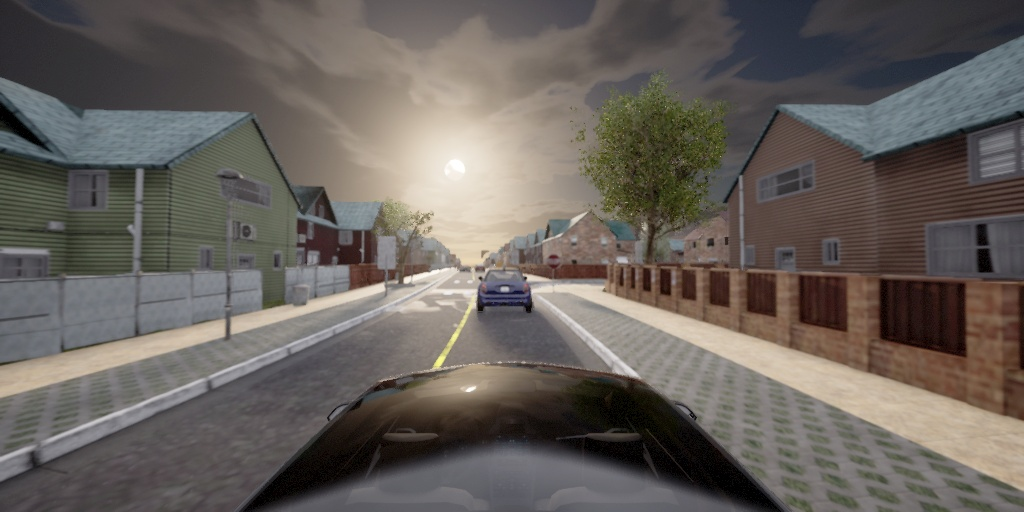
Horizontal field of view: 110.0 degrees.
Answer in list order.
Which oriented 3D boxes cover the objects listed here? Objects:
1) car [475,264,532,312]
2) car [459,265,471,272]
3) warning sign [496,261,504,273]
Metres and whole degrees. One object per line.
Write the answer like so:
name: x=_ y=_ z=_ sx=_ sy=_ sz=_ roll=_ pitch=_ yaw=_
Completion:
car: x=-0.374 y=1.262 z=15.244 sx=2.097 sy=1.767 sz=4.553 roll=0 pitch=-1 yaw=-3
car: x=-8.377 y=2.248 z=64.156 sx=1.994 sy=1.385 sz=4.181 roll=0 pitch=-1 yaw=-6
warning sign: x=-1.832 y=1.602 z=53.353 sx=1.300 sy=1.860 sz=1.060 roll=0 pitch=0 yaw=-6
